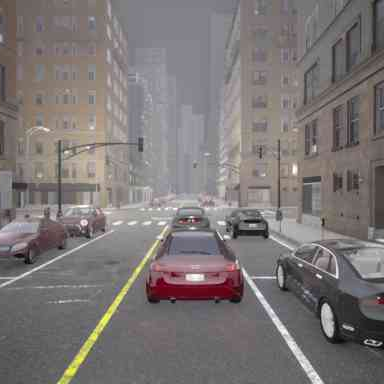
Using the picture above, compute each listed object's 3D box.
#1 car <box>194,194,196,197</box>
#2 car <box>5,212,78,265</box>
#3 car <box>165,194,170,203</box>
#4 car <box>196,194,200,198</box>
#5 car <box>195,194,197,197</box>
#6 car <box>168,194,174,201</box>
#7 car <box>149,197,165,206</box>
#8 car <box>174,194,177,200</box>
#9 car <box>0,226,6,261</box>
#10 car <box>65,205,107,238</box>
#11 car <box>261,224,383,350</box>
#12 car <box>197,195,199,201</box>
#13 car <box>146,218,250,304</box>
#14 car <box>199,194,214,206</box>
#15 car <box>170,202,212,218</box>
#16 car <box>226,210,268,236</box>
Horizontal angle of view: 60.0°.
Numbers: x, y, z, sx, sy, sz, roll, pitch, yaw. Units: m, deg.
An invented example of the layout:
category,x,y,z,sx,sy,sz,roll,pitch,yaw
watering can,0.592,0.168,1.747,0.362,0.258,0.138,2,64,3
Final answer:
category,x,y,z,sx,sy,sz,roll,pitch,yaw
car,2.473,1.459,92.178,2.192,1.841,5.009,0,0,0
car,-5.728,1.582,11.679,1.802,1.307,4.206,0,0,0
car,-5.956,1.608,65.099,2.008,1.369,4.403,0,0,0
car,2.530,1.526,75.950,1.967,1.590,4.097,0,0,0
car,2.493,1.563,86.768,1.967,1.590,4.097,0,0,0
car,-6.012,1.628,81.155,1.752,1.417,4.829,0,0,0
car,-5.918,1.619,54.282,1.802,1.307,4.206,0,0,0
car,-6.051,1.459,92.143,2.192,1.841,5.009,0,0,0
car,-5.698,1.566,6.177,1.947,1.339,4.313,0,0,0
car,-5.757,1.441,17.180,1.967,1.590,4.097,0,0,0
car,2.826,1.551,6.222,2.008,1.369,4.403,0,0,0
car,2.569,1.608,65.132,2.008,1.369,4.403,0,0,0
car,0.040,1.564,8.219,1.994,1.385,4.181,0,0,-1
car,2.606,1.477,54.315,1.967,1.590,4.097,0,0,0
car,-0.051,1.506,17.132,1.837,1.490,4.892,0,0,0
car,2.769,1.567,17.225,1.947,1.339,4.313,0,0,0
